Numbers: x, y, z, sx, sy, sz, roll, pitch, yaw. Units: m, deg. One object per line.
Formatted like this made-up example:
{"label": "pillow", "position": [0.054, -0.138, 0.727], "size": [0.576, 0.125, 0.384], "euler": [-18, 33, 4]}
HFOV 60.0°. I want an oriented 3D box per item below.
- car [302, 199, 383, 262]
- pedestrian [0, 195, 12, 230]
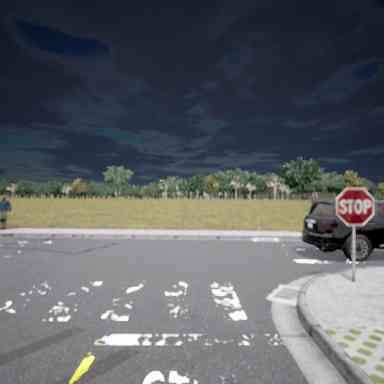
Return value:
{"label": "car", "position": [6.823, 1.292, 12.004], "size": [5.566, 2.045, 2.150], "euler": [1, 0, -7]}
{"label": "pedestrian", "position": [-9.720, 1.028, 17.169], "size": [0.375, 1.860, 0.375], "euler": [0, -1, 0]}
